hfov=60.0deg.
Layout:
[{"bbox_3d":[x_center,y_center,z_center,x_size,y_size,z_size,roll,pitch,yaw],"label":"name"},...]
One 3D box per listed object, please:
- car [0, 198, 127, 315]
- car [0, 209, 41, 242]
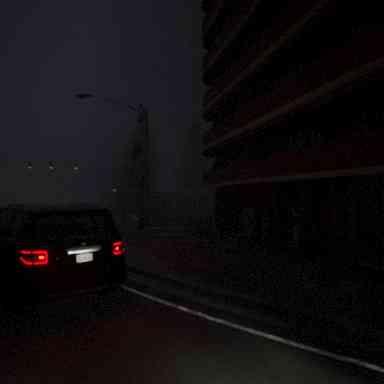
[{"bbox_3d":[-3.654,1.289,8.087,2.150,2.045,5.566,0,0,-40],"label":"car"},{"bbox_3d":[-9.435,1.716,18.215,1.994,1.385,4.181,0,0,-22],"label":"car"}]
